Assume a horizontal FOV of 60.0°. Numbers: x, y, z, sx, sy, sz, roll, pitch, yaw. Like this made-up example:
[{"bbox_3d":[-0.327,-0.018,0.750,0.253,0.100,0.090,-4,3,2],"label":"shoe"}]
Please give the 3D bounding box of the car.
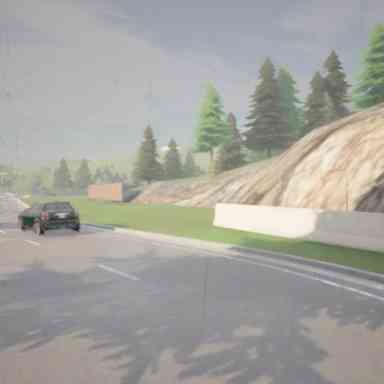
[{"bbox_3d":[-7.925,1.253,18.289,2.097,1.767,4.553,-2,1,-41],"label":"car"}]
